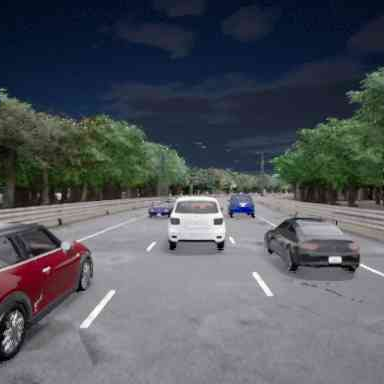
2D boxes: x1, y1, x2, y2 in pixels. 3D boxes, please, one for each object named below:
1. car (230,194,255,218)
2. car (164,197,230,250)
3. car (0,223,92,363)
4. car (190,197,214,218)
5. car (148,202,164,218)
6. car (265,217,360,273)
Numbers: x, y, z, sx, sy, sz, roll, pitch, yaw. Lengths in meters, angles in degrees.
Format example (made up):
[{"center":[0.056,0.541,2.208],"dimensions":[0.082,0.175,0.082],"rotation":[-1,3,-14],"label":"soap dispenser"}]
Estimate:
[{"center":[4.477,1.240,30.692],"dimensions":[2.150,2.045,5.566],"rotation":[0,0,4],"label":"car"},{"center":[0.214,1.223,14.542],"dimensions":[2.150,2.045,5.566],"rotation":[0,0,1],"label":"car"},{"center":[-3.396,1.338,6.031],"dimensions":[2.097,1.767,4.553],"rotation":[0,0,0],"label":"car"},{"center":[1.019,1.355,31.237],"dimensions":[2.097,1.767,4.553],"rotation":[0,0,4],"label":"car"},{"center":[-2.590,1.589,29.913],"dimensions":[1.895,1.301,4.718],"rotation":[0,0,4],"label":"car"},{"center":[3.638,1.542,10.689],"dimensions":[1.812,1.442,4.674],"rotation":[0,0,1],"label":"car"}]
